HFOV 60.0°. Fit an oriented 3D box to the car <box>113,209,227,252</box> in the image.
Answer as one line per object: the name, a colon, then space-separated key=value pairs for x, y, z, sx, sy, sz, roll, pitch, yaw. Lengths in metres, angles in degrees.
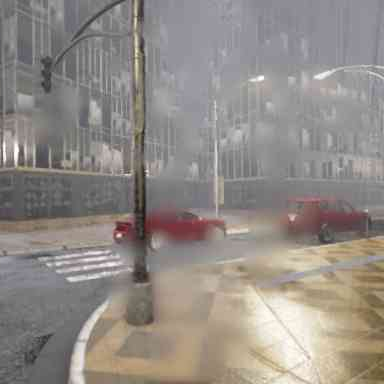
car: x=-0.736 y=1.431 z=13.662 sx=5.008 sy=1.535 sz=1.882 roll=0 pitch=-2 yaw=-40

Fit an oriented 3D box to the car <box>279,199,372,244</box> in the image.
car: x=6.139 y=1.220 z=15.210 sx=5.009 sy=1.841 sz=2.192 roll=0 pitch=-1 yaw=-35
